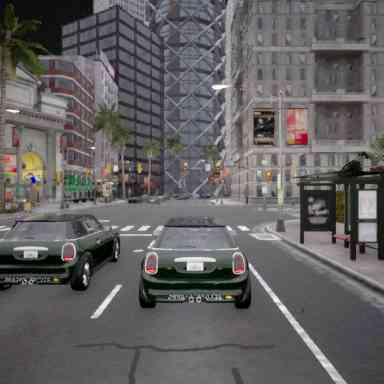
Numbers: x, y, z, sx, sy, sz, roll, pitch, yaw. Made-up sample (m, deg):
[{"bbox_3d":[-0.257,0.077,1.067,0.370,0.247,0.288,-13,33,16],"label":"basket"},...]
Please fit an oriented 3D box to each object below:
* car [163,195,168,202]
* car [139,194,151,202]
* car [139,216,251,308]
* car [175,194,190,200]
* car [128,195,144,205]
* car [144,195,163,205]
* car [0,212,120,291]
[{"bbox_3d":[-6.941,1.524,73.744,1.812,1.442,4.674,0,0,0],"label":"car"},{"bbox_3d":[-10.441,1.355,73.721,2.097,1.767,4.553,0,0,0],"label":"car"},{"bbox_3d":[0.070,1.352,8.063,2.097,1.767,4.553,0,0,0],"label":"car"},{"bbox_3d":[-2.089,1.540,92.424,2.033,1.411,5.357,0,0,16],"label":"car"},{"bbox_3d":[-10.514,1.601,60.956,1.895,1.301,4.718,0,0,0],"label":"car"},{"bbox_3d":[-7.011,1.491,61.133,2.128,1.511,4.902,0,0,0],"label":"car"},{"bbox_3d":[-3.422,1.352,9.208,2.097,1.767,4.553,0,0,0],"label":"car"}]
